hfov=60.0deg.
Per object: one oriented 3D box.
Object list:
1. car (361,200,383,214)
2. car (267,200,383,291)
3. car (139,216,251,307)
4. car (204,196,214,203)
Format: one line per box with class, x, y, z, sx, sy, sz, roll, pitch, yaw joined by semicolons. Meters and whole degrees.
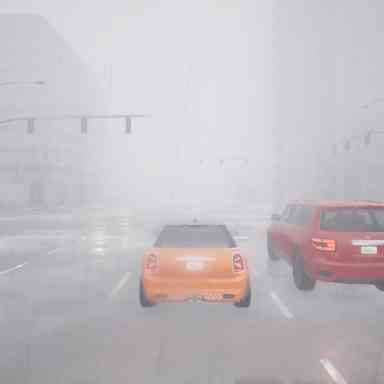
car;20.540;1.564;35.269;4.181;1.385;1.994;0;0;1
car;3.556;1.221;9.134;2.150;2.045;5.566;0;0;3
car;0.077;1.352;8.115;2.097;1.767;4.553;0;0;1
car;3.709;1.525;71.099;1.812;1.442;4.674;0;0;0
